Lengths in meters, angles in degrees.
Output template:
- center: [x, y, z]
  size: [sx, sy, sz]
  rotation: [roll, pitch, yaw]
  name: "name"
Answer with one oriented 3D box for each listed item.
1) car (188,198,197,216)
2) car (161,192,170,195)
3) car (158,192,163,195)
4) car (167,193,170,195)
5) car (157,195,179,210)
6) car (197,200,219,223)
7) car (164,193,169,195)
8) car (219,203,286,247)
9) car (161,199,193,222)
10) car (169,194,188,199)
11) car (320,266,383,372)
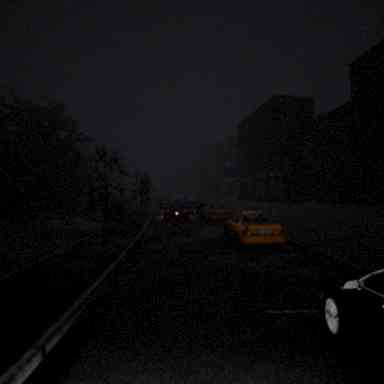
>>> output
- center: [1.073, 1.505, 32.945]
  size: [2.163, 1.488, 4.792]
  rotation: [0, 0, -6]
  name: "car"
- center: [-5.418, 1.378, 75.262]
  size: [2.163, 1.488, 4.792]
  rotation: [0, 0, -9]
  name: "car"
- center: [-6.281, 1.068, 80.738]
  size: [2.435, 2.045, 5.566]
  rotation: [0, 0, -9]
  name: "car"
- center: [-2.817, 1.457, 58.794]
  size: [2.002, 1.452, 4.674]
  rotation: [0, 0, -9]
  name: "car"
- center: [-3.333, 1.462, 42.828]
  size: [2.128, 1.511, 4.902]
  rotation: [0, 0, -8]
  name: "car"
- center: [1.806, 1.477, 25.941]
  size: [1.946, 1.575, 5.366]
  rotation: [0, 0, -5]
  name: "car"
- center: [-3.688, 1.426, 64.303]
  size: [2.163, 1.488, 4.792]
  rotation: [0, 0, -9]
  name: "car"
- center: [2.628, 1.480, 14.954]
  size: [1.946, 1.575, 5.366]
  rotation: [0, 0, -3]
  name: "car"
- center: [-1.309, 1.557, 26.626]
  size: [1.994, 1.385, 4.181]
  rotation: [0, 0, -5]
  name: "car"
- center: [-1.951, 1.435, 53.311]
  size: [2.231, 1.521, 4.892]
  rotation: [0, 0, -9]
  name: "car"
- center: [3.045, 1.484, 3.636]
  size: [2.231, 1.521, 4.892]
  rotation: [0, 0, 0]
  name: "car"
